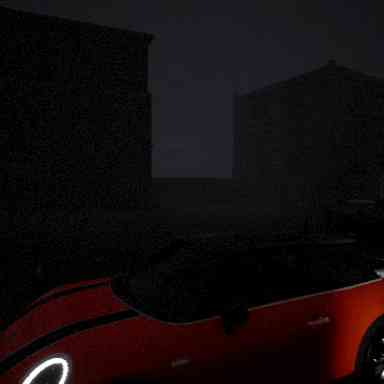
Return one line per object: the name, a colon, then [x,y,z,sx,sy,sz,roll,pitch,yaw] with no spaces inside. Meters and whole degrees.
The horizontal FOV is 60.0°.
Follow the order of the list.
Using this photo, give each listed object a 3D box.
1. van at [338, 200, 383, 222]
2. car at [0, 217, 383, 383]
van: [8.337,1.364,14.202,1.878,1.987,4.442,2,0,-33]
car: [0.269,1.292,3.818,4.553,1.767,2.097,0,1,-28]
